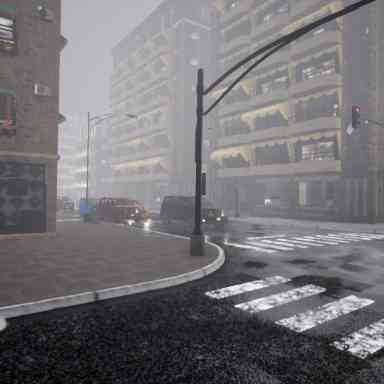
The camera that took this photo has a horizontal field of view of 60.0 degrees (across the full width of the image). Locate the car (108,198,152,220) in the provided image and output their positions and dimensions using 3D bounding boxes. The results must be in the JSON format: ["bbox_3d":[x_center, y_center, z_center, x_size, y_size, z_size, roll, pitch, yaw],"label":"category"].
[{"bbox_3d":[-5.620,1.410,29.635,2.097,1.767,4.553,1,-1,-35],"label":"car"}]

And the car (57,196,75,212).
[{"bbox_3d":[-15.337,1.368,39.029,2.192,1.841,5.009,1,-1,-35],"label":"car"}]

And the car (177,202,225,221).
[{"bbox_3d":[0.679,1.685,30.107,1.752,1.417,4.829,1,-1,-35],"label":"car"}]

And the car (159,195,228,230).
[{"bbox_3d":[-0.044,1.249,21.792,2.150,2.045,5.566,1,-1,-36],"label":"car"}]

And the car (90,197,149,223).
[{"bbox_3d":[-5.638,1.310,25.401,2.192,1.841,5.009,1,-1,-35],"label":"car"}]

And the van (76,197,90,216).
[{"bbox_3d":[-8.872,1.354,29.943,1.690,1.788,3.998,1,-1,-35],"label":"van"}]

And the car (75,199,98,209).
[{"bbox_3d":[-15.506,1.723,48.605,1.812,1.442,4.674,1,-1,-35],"label":"car"}]

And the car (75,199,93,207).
[{"bbox_3d":[-18.621,1.867,57.223,1.802,1.307,4.206,1,-1,-35],"label":"car"}]

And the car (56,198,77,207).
[{"bbox_3d":[-21.584,1.787,57.144,2.033,1.411,5.357,1,-1,-35],"label":"car"}]
